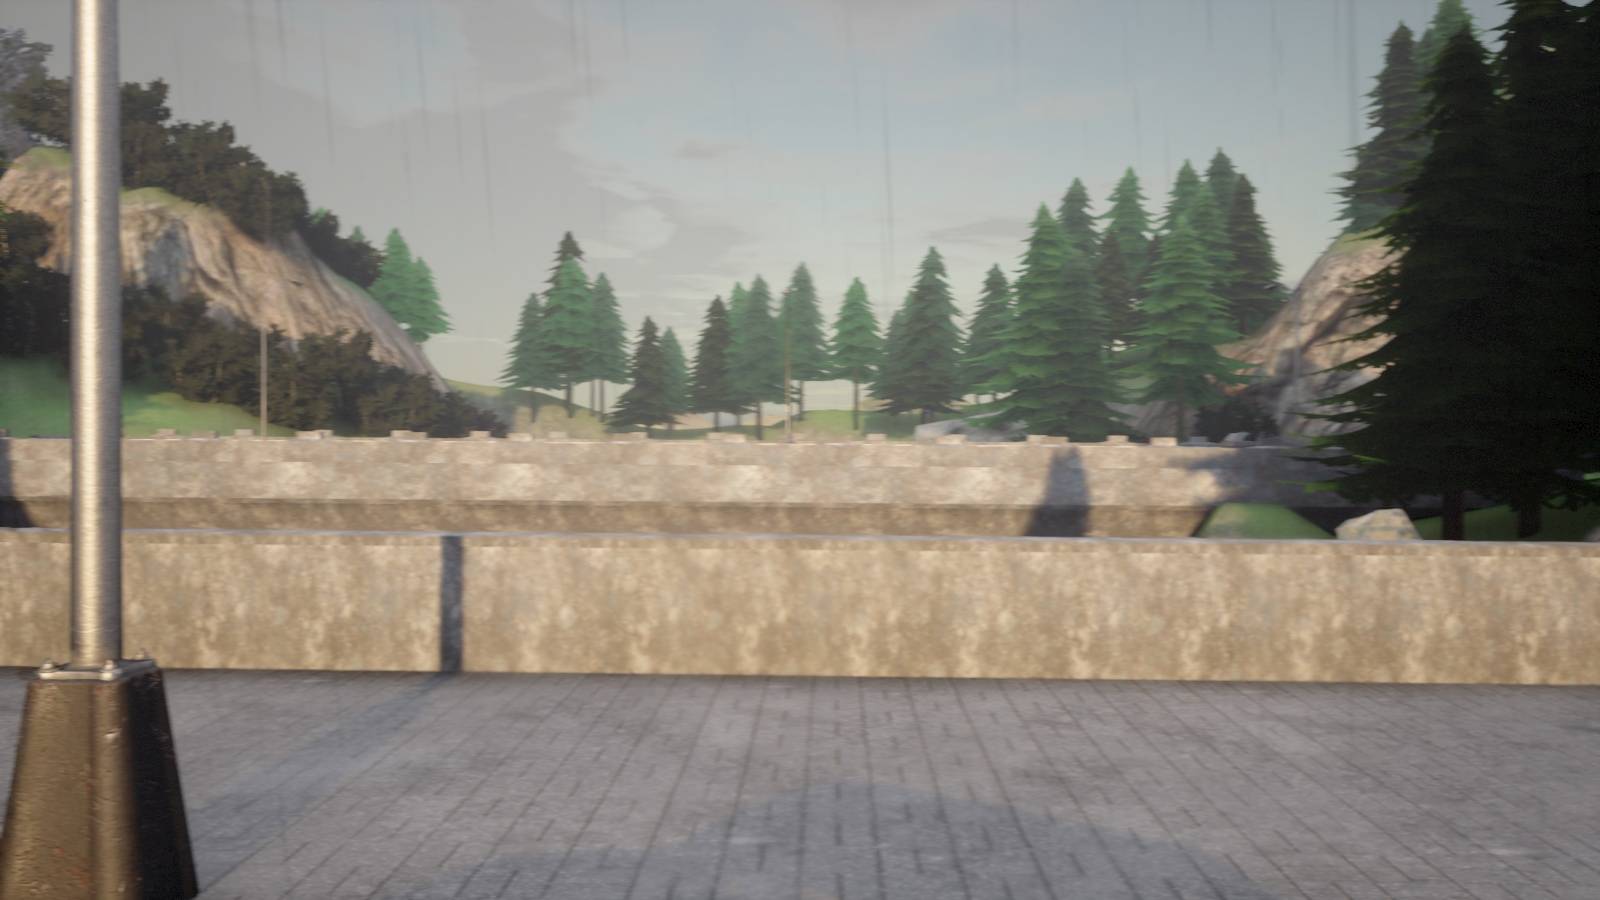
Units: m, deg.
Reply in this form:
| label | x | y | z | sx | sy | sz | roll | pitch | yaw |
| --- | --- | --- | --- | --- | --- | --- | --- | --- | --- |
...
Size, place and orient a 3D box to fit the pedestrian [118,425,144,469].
| label | x | y | z | sx | sy | sz | roll | pitch | yaw |
| --- | --- | --- | --- | --- | --- | --- | --- | --- | --- |
| pedestrian | -27.228 | -0.122 | 51.126 | 0.869 | 1.805 | 0.328 | -1 | 1 | -2 |

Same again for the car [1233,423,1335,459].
| label | x | y | z | sx | sy | sz | roll | pitch | yaw |
| --- | --- | --- | --- | --- | --- | --- | --- | --- | --- |
| car | 20.694 | -0.387 | 53.781 | 3.633 | 1.501 | 1.845 | -1 | 1 | 2 |
